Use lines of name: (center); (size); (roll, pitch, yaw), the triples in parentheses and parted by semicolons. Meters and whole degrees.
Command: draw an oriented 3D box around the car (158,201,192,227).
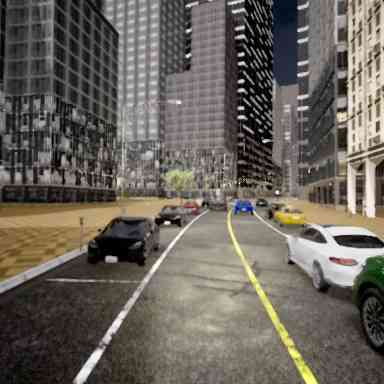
car: (-1.352, 1.567, 23.047); (1.947, 1.339, 4.313); (2, 0, 5)

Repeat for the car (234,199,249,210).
car: (6.827, 1.693, 45.253); (1.895, 1.301, 4.718); (0, 0, 10)

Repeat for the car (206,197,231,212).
car: (3.182, 1.619, 39.109); (1.994, 1.385, 4.181); (0, 0, 8)

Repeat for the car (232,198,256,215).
car: (5.394, 1.546, 34.869); (1.882, 1.535, 5.008); (0, 0, 8)

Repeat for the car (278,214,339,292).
car: (3.813, 1.568, 8.893); (1.812, 1.442, 4.674); (1, 0, 3)

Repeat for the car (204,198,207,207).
car: (2.453, 1.635, 50.963); (1.947, 1.339, 4.313); (2, 0, 10)

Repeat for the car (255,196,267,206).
car: (11.864, 1.587, 57.268); (1.967, 1.590, 4.097); (1, 0, 12)

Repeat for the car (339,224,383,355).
car: (3.603, 1.262, 2.971); (2.150, 2.045, 5.566); (1, 0, 2)

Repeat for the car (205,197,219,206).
car: (3.458, 1.612, 56.196); (1.752, 1.417, 4.829); (2, 0, 11)

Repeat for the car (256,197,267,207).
car: (10.745, 1.696, 51.692); (1.947, 1.339, 4.313); (1, 0, 11)

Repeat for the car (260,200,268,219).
car: (7.292, 1.646, 28.831); (1.947, 1.339, 4.313); (2, 0, 7)

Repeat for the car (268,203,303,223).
car: (6.712, 1.598, 23.184); (1.752, 1.417, 4.829); (2, 0, 5)

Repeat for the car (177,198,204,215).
car: (-0.124, 1.605, 34.326); (1.802, 1.307, 4.206); (2, 0, 7)

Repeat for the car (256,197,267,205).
car: (13.070, 1.709, 62.781); (1.887, 1.381, 4.507); (1, 0, 13)

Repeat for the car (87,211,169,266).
car: (-2.173, 1.551, 11.675); (1.947, 1.339, 4.313); (2, 0, 3)

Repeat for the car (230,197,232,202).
car: (8.523, 1.724, 77.542); (2.008, 1.369, 4.403); (1, 0, 15)

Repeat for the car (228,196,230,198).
car: (5.837, 1.678, 67.064); (2.008, 1.369, 4.403); (1, 0, 13)
